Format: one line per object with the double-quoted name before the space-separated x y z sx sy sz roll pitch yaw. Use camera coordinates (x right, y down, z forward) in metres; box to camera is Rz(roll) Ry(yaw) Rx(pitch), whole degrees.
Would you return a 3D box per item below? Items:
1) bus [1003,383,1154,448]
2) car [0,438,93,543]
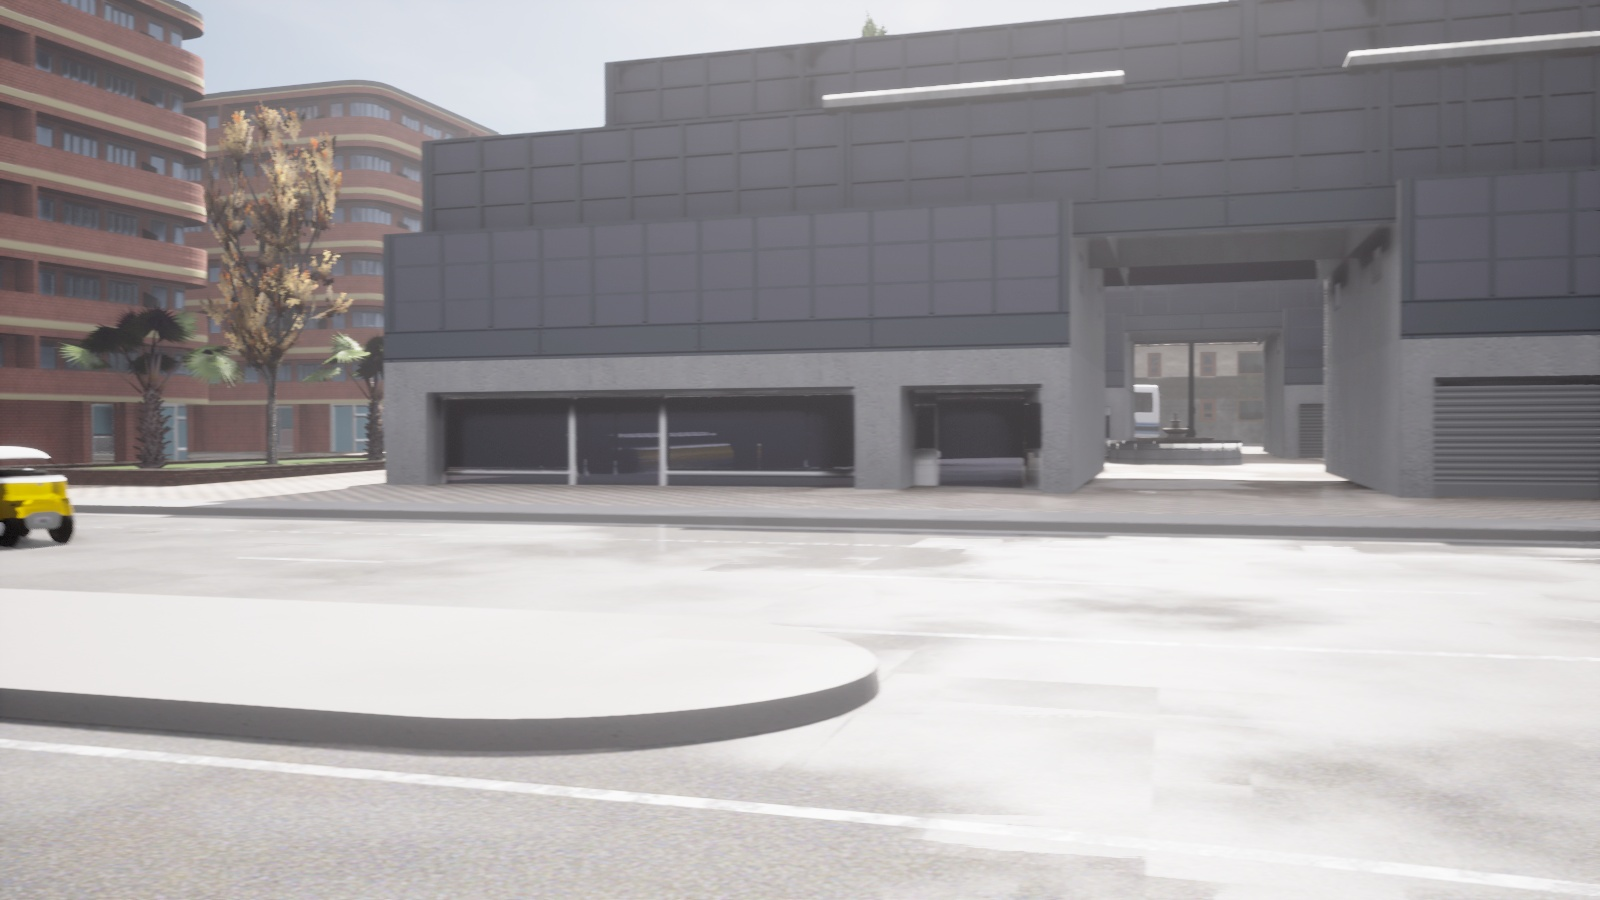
"bus" 20.145 -2.508 90.804 10.273 4.253 3.944 2 2 17
"car" -11.455 0.538 17.909 2.207 1.376 1.481 1 1 31
